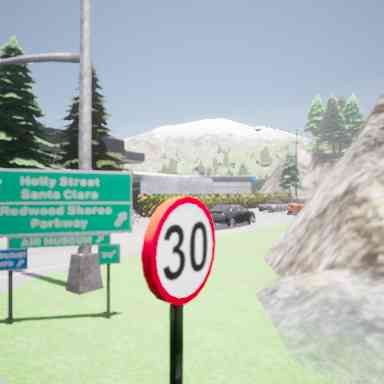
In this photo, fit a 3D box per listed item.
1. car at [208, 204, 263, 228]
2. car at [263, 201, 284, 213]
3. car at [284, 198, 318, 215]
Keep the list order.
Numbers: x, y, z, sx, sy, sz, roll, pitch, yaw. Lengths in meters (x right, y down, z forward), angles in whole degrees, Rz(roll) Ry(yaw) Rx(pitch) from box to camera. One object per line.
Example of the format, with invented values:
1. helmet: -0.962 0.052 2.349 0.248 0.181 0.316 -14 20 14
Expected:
1. car: 2.720 1.610 23.233 2.128 1.511 4.902 0 0 36
2. car: 9.388 1.696 38.666 1.895 1.301 4.718 0 0 36
3. car: 12.163 1.471 36.249 2.097 1.767 4.553 0 0 36
